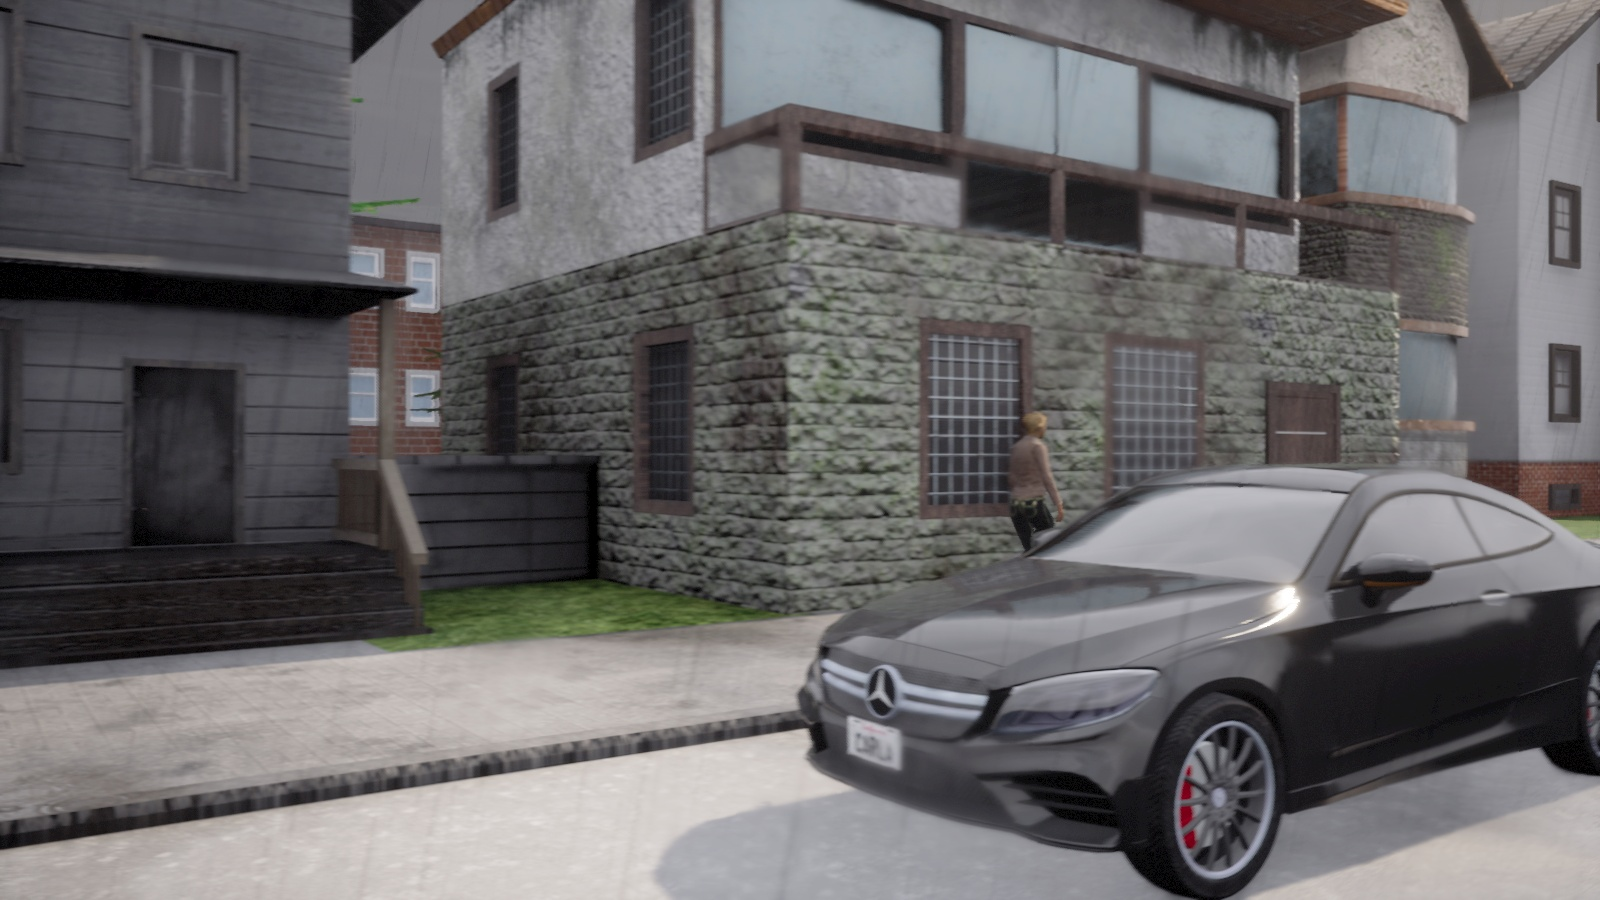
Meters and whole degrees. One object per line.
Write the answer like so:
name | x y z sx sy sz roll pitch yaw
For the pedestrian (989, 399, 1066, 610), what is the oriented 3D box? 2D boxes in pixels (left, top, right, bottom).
pedestrian | 2.058 0.478 11.340 0.634 1.846 0.331 0 0 -35

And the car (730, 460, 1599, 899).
car | 2.150 0.780 5.764 4.674 1.442 1.812 0 0 -35
